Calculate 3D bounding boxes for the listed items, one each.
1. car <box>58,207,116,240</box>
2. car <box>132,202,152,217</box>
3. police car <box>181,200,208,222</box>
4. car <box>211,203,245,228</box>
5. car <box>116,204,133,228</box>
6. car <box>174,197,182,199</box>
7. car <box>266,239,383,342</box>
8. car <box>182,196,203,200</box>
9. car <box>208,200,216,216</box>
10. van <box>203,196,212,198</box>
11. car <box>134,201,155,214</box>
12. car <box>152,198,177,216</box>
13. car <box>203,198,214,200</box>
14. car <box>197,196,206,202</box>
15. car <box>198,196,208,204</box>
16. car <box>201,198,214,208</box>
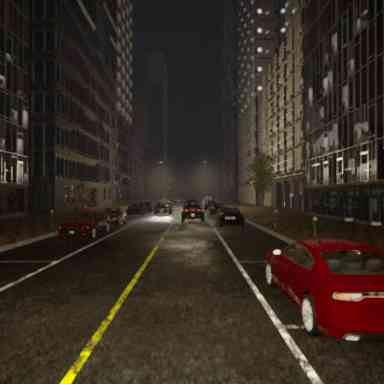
[{"bbox_3d":[-5.702,1.677,18.011,1.887,1.381,4.507,0,0,0],"label":"car"},{"bbox_3d":[-5.714,1.794,35.089,1.887,1.381,4.507,0,0,0],"label":"car"},{"bbox_3d":[0.073,1.709,29.094,2.038,1.542,4.974,0,-1,0],"label":"police car"},{"bbox_3d":[2.674,1.738,23.703,1.947,1.339,4.313,0,0,0],"label":"car"},{"bbox_3d":[-5.706,1.754,23.704,1.802,1.307,4.206,0,0,0],"label":"car"},{"bbox_3d":[-3.057,1.793,78.404,1.812,1.442,4.674,0,0,0],"label":"car"},{"bbox_3d":[2.687,1.596,6.626,1.887,1.381,4.507,0,0,0],"label":"car"},{"bbox_3d":[0.011,1.668,45.176,2.097,1.767,4.553,0,0,1],"label":"car"},{"bbox_3d":[2.667,1.816,35.087,1.947,1.339,4.313,0,0,0],"label":"car"},{"bbox_3d":[2.655,1.702,52.166,1.690,1.788,3.998,0,0,0],"label":"van"},{"bbox_3d":[-5.718,1.853,40.781,1.947,1.339,4.313,0,0,0],"label":"car"},{"bbox_3d":[-3.121,1.753,36.674,2.128,1.511,4.902,0,-1,0],"label":"car"},{"bbox_3d":[2.659,1.891,46.471,1.947,1.339,4.313,0,0,0],"label":"car"},{"bbox_3d":[2.627,1.910,92.010,2.192,1.841,5.009,0,0,0],"label":"car"},{"bbox_3d":[2.635,1.846,80.625,2.192,1.841,5.009,0,0,0],"label":"car"},{"bbox_3d":[2.651,1.837,57.856,1.967,1.590,4.097,0,0,0],"label":"car"}]
